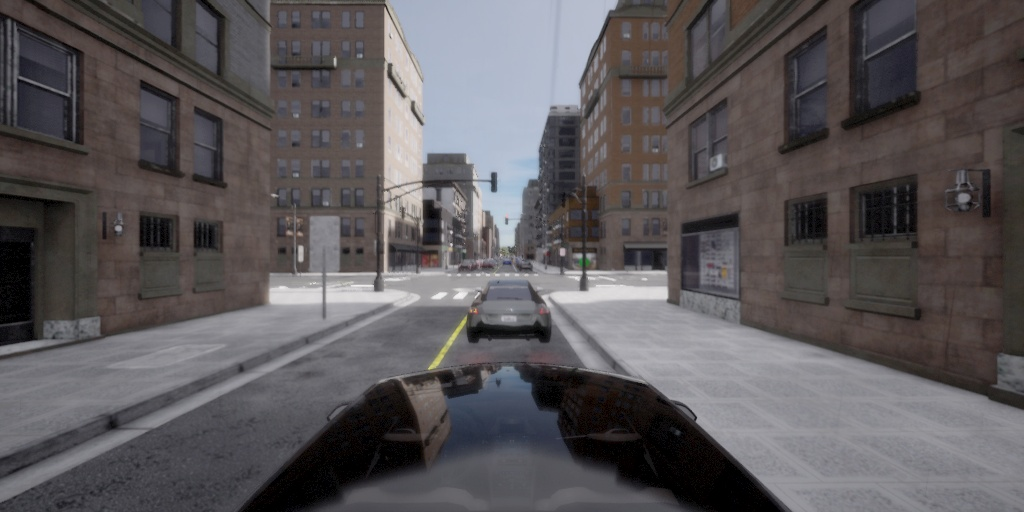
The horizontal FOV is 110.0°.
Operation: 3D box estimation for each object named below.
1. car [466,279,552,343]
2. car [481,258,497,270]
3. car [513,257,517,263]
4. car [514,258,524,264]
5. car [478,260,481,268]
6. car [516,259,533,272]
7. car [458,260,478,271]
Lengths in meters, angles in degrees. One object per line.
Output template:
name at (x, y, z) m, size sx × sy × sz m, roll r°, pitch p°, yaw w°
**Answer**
car at (-0.077, 1.319, 9.704) m, size 1.994 × 1.385 × 4.181 m, roll 0°, pitch 0°, yaw 0°
car at (-3.666, 1.431, 55.114) m, size 1.895 × 1.301 × 4.718 m, roll 0°, pitch 0°, yaw 0°
car at (1.718, 1.421, 65.309) m, size 1.948 × 1.339 × 4.313 m, roll 0°, pitch 0°, yaw -1°
car at (1.767, 1.423, 59.799) m, size 1.802 × 1.307 × 4.207 m, roll 0°, pitch 0°, yaw -1°
car at (-6.209, 1.268, 54.217) m, size 1.967 × 1.591 × 4.097 m, roll 0°, pitch 0°, yaw -1°
car at (1.865, 1.381, 48.777) m, size 1.948 × 1.339 × 4.313 m, roll 0°, pitch 0°, yaw -1°
car at (-6.160, 1.256, 48.706) m, size 1.967 × 1.591 × 4.097 m, roll 0°, pitch 0°, yaw -1°
